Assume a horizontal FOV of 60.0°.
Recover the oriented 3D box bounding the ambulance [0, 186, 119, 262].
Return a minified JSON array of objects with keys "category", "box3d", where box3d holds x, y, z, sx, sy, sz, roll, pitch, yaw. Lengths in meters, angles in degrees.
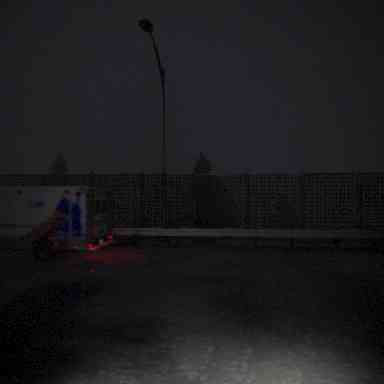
[{"category":"ambulance","box3d":[-6.041,1.031,11.896,6.366,2.431,2.351,0,0,5]}]
